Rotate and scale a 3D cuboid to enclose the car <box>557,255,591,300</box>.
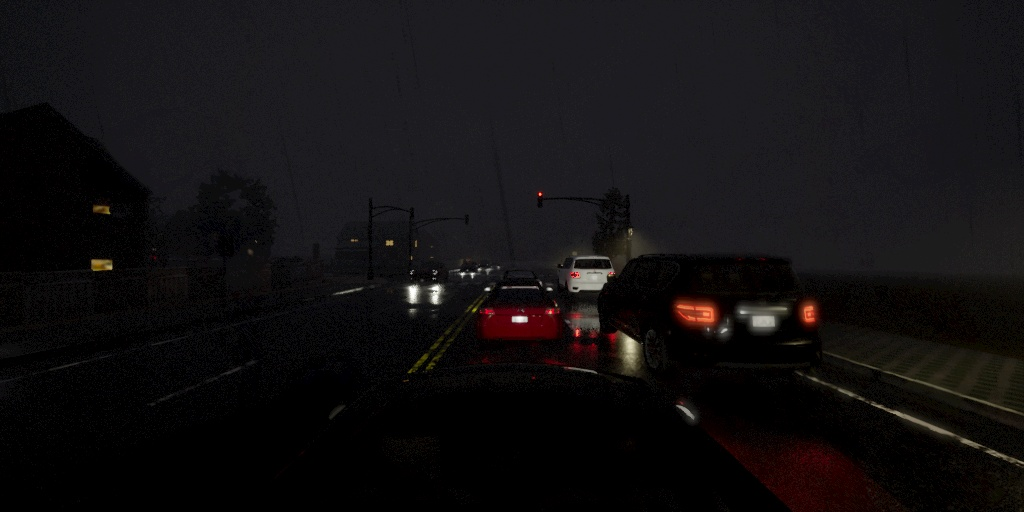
[{"bbox_3d":[3.555,0.983,17.870,2.150,2.045,5.566,0,0,1],"label":"car"}]

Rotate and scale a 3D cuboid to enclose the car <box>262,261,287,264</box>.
[{"bbox_3d":[-20.868,0.940,33.205,4.892,1.490,1.837,1,-1,16],"label":"car"}]

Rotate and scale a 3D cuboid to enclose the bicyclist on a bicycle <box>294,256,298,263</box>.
[{"bbox_3d":[-24.185,0.781,40.223,0.582,1.620,1.656,1,-1,16],"label":"bicyclist on a bicycle"}]

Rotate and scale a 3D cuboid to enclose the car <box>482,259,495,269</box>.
[{"bbox_3d":[-4.556,1.357,59.782,1.837,1.490,4.892,0,0,4],"label":"car"}]

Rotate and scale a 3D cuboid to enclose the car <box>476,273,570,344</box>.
[{"bbox_3d":[0.178,1.319,9.634,1.994,1.385,4.181,0,0,0],"label":"car"}]

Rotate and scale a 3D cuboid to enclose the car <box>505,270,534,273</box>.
[{"bbox_3d":[0.343,1.364,18.443,1.895,1.301,4.718,0,0,-3],"label":"car"}]

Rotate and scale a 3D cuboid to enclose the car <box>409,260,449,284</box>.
[{"bbox_3d":[-6.155,1.130,27.065,2.097,1.767,4.553,0,0,2],"label":"car"}]

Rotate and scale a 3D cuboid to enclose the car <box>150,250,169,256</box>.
[{"bbox_3d":[-43.315,0.340,42.539,5.566,2.045,2.150,1,-1,16],"label":"car"}]

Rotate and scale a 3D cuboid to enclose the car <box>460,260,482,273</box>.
[{"bbox_3d":[-5.413,1.365,45.925,2.033,1.411,5.357,0,0,0],"label":"car"}]

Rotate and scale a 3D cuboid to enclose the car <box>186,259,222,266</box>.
[{"bbox_3d":[-30.408,0.829,35.872,5.357,1.411,2.033,1,-1,16],"label":"car"}]

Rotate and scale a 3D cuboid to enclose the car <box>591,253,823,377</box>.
[{"bbox_3d":[3.402,0.974,7.512,2.150,2.045,5.566,0,0,0],"label":"car"}]

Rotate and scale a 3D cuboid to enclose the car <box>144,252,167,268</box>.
[{"bbox_3d":[-40.287,0.625,38.642,4.892,1.490,1.837,1,-1,16],"label":"car"}]
